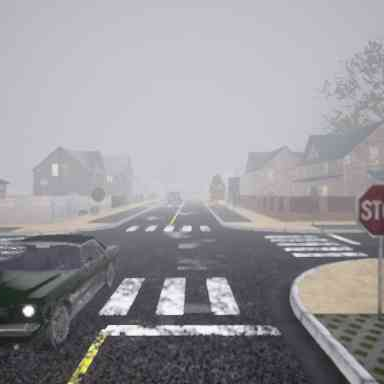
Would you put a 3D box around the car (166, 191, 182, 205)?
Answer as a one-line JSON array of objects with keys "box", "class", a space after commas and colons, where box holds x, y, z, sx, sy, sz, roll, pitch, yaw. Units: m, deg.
[{"box": [-2.741, 0.832, 52.330, 2.150, 2.045, 5.566, 0, 0, 0], "class": "car"}]

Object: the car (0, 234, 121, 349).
[{"box": [-2.750, 1.551, 6.263, 1.895, 1.301, 4.718, 0, 0, 0], "class": "car"}]
